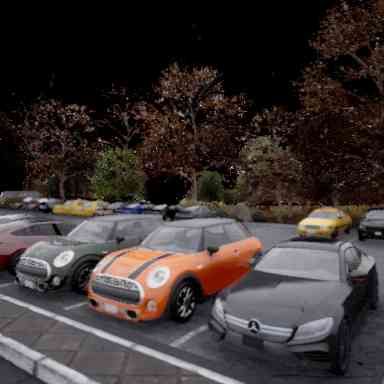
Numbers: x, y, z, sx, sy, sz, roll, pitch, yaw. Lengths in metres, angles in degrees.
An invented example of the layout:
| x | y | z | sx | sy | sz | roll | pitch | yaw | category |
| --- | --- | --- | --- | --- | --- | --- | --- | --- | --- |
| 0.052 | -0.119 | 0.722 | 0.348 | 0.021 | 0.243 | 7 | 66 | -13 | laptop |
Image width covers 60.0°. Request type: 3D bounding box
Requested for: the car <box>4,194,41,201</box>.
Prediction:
| x | y | z | sx | sy | sz | roll | pitch | yaw | category |
| --- | --- | --- | --- | --- | --- | --- | --- | --- | --- |
| -17.372 | 1.244 | 36.387 | 2.002 | 1.452 | 4.674 | 2 | 1 | 36 | car |

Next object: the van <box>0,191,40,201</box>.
| x | y | z | sx | sy | sz | roll | pitch | yaw | category |
| --- | --- | --- | --- | --- | --- | --- | --- | --- | --- |
| -19.603 | 0.902 | 37.851 | 1.878 | 1.987 | 4.442 | 2 | 2 | 36 | van |

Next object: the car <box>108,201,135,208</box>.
| x | y | z | sx | sy | sz | roll | pitch | yaw | category |
| --- | --- | --- | --- | --- | --- | --- | --- | --- | --- |
| -3.851 | 1.553 | 26.537 | 2.097 | 1.535 | 5.008 | 1 | 0 | 36 | car |

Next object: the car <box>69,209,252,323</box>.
| x | y | z | sx | sy | sz | roll | pitch | yaw | category |
| --- | --- | --- | --- | --- | --- | --- | --- | --- | --- |
| -0.115 | 1.460 | 7.685 | 2.185 | 1.767 | 4.553 | -1 | 0 | 36 | car |

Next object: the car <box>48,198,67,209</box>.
| x | y | z | sx | sy | sz | roll | pitch | yaw | category |
| --- | --- | --- | --- | --- | --- | --- | --- | --- | --- |
| -10.402 | 1.422 | 31.541 | 1.946 | 1.575 | 5.366 | 1 | 1 | 36 | car |

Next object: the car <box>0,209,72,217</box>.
| x | y | z | sx | sy | sz | roll | pitch | yaw | category |
| --- | --- | --- | --- | --- | --- | --- | --- | --- | --- |
| -6.905 | 1.625 | 12.553 | 2.163 | 1.488 | 4.792 | 0 | 0 | 36 | car |

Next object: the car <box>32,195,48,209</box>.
| x | y | z | sx | sy | sz | roll | pitch | yaw | category |
| --- | --- | --- | --- | --- | --- | --- | --- | --- | --- |
| -12.752 | 1.390 | 33.057 | 2.163 | 1.488 | 4.792 | 2 | 1 | 36 | car |

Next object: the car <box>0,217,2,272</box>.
| x | y | z | sx | sy | sz | roll | pitch | yaw | category |
| --- | --- | --- | --- | --- | --- | --- | --- | --- | --- |
| -4.617 | 1.631 | 10.960 | 2.163 | 1.488 | 4.792 | 0 | 0 | 36 | car |

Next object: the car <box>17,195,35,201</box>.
| x | y | z | sx | sy | sz | roll | pitch | yaw | category |
| --- | --- | --- | --- | --- | --- | --- | --- | --- | --- |
| -15.121 | 1.324 | 34.749 | 2.002 | 1.452 | 4.674 | 2 | 1 | 36 | car |

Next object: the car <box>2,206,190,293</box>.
| x | y | z | sx | sy | sz | roll | pitch | yaw | category |
| --- | --- | --- | --- | --- | --- | --- | --- | --- | --- |
| -2.362 | 1.473 | 9.321 | 2.185 | 1.767 | 4.553 | 0 | 0 | 36 | car |

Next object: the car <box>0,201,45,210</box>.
| x | y | z | sx | sy | sz | roll | pitch | yaw | category |
| --- | --- | --- | --- | --- | --- | --- | --- | --- | --- |
| -9.160 | 1.456 | 14.191 | 2.185 | 1.767 | 4.553 | 0 | 0 | 36 | car |

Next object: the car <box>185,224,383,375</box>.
| x | y | z | sx | sy | sz | roll | pitch | yaw | category |
| --- | --- | --- | --- | --- | --- | --- | --- | --- | --- |
| 2.123 | 1.605 | 6.021 | 2.002 | 1.452 | 4.674 | -1 | 0 | 36 | car |

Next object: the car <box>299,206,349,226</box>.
| x | y | z | sx | sy | sz | roll | pitch | yaw | category |
| --- | --- | --- | --- | --- | --- | --- | --- | --- | --- |
| 7.316 | 1.579 | 18.186 | 1.946 | 1.575 | 5.366 | 0 | 0 | 36 | car |

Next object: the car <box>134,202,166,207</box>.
| x | y | z | sx | sy | sz | roll | pitch | yaw | category |
| --- | --- | --- | --- | --- | --- | --- | --- | --- | --- |
| -1.595 | 1.577 | 24.895 | 2.097 | 1.535 | 5.008 | 0 | 0 | 36 | car |

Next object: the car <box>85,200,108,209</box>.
| x | y | z | sx | sy | sz | roll | pitch | yaw | category |
| --- | --- | --- | --- | --- | --- | --- | --- | --- | --- |
| -6.122 | 1.551 | 28.160 | 2.163 | 1.488 | 4.792 | 1 | 1 | 36 | car |

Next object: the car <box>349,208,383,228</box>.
| x | y | z | sx | sy | sz | roll | pitch | yaw | category |
| --- | --- | --- | --- | --- | --- | --- | --- | --- | --- |
| 9.684 | 1.562 | 16.699 | 2.097 | 1.535 | 5.008 | -1 | 0 | 36 | car |

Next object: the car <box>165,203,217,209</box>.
| x | y | z | sx | sy | sz | roll | pitch | yaw | category |
| --- | --- | --- | --- | --- | --- | --- | --- | --- | --- |
| 0.764 | 1.592 | 23.177 | 2.231 | 1.521 | 4.892 | 0 | 0 | 36 | car |

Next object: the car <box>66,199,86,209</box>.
| x | y | z | sx | sy | sz | roll | pitch | yaw | category |
| --- | --- | --- | --- | --- | --- | --- | --- | --- | --- |
| -8.142 | 1.476 | 29.896 | 1.946 | 1.575 | 5.366 | 1 | 1 | 36 | car |
